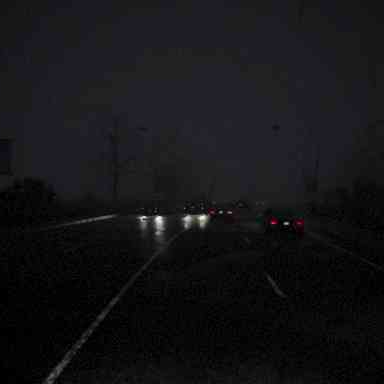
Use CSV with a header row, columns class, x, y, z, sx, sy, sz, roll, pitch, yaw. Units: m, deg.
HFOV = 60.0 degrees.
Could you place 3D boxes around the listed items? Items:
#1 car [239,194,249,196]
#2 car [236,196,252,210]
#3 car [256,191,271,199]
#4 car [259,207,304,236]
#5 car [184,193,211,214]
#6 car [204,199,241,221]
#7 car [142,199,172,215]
class,x,y,z,sx,sy,sz,roll,pitch,yaw
car,11.174,1.233,72.736,2.097,1.767,4.553,0,0,28
car,6.470,1.536,42.570,1.994,1.385,4.181,0,0,17
car,15.973,0.834,74.194,2.150,2.045,5.566,0,0,28
car,4.816,1.540,18.313,2.033,1.411,5.357,0,0,7
car,0.748,1.184,35.764,2.150,2.045,5.566,0,0,14
car,2.571,1.526,26.656,2.033,1.411,5.357,0,0,11
car,-3.419,1.459,33.124,1.837,1.490,4.892,0,0,13
